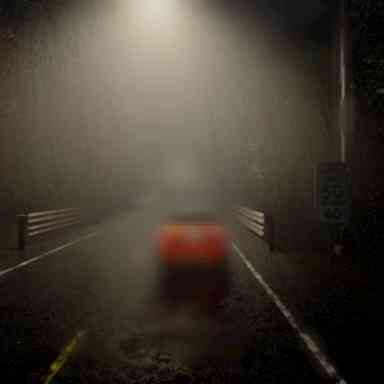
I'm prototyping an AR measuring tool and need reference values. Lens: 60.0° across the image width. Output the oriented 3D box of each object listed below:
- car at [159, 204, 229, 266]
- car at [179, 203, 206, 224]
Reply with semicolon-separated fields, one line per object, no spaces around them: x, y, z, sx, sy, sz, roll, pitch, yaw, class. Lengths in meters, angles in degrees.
0.070;1.339;11.673;2.097;1.767;4.553;0;0;0;car
0.066;1.574;25.587;1.895;1.301;4.718;0;0;0;car
